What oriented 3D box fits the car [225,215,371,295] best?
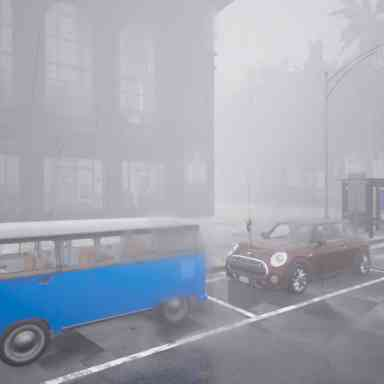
[{"bbox_3d":[2.789,1.439,8.628,4.097,1.590,1.967,0,0,-35],"label":"car"}]

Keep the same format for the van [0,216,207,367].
[{"bbox_3d":[-1.634,1.341,5.484,3.998,1.788,1.690,0,0,-35],"label":"van"}]
